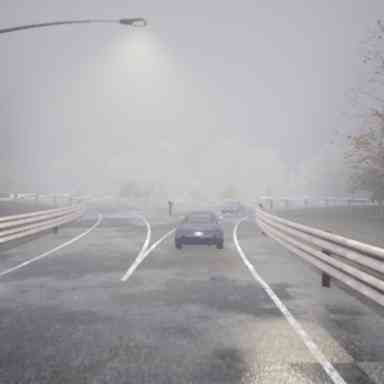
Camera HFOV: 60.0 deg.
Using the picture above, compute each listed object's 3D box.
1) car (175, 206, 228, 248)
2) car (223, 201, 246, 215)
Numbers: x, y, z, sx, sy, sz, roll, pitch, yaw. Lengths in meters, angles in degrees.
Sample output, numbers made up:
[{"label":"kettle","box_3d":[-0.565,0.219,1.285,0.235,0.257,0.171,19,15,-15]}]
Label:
[{"label":"car","box_3d":[0.434,1.555,14.700,1.994,1.385,4.181,0,0,5]},{"label":"car","box_3d":[4.519,1.708,35.860,2.033,1.411,5.357,0,0,20]}]
